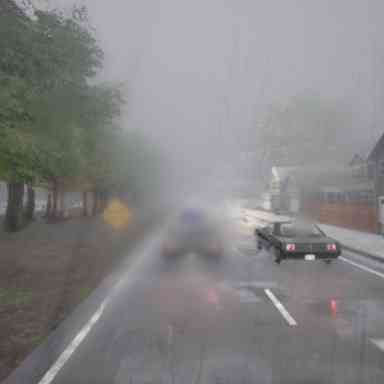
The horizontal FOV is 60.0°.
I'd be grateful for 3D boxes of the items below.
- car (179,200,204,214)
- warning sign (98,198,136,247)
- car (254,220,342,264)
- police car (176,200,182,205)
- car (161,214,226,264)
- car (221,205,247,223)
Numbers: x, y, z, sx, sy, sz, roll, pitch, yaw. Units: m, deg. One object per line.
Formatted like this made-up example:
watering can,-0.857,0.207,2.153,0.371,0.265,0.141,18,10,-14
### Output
car,0.047,1.785,28.984,1.882,1.535,5.008,0,0,0
warning sign,-3.043,1.213,13.628,1.300,1.860,1.060,1,0,0
car,3.533,1.684,12.109,1.895,1.301,4.718,0,-1,1
police car,-2.707,2.980,93.766,1.930,1.638,5.238,0,-1,-5
car,0.034,1.684,12.116,1.895,1.301,4.718,0,-1,1
car,3.545,1.825,28.441,1.812,1.442,4.674,0,-1,1
